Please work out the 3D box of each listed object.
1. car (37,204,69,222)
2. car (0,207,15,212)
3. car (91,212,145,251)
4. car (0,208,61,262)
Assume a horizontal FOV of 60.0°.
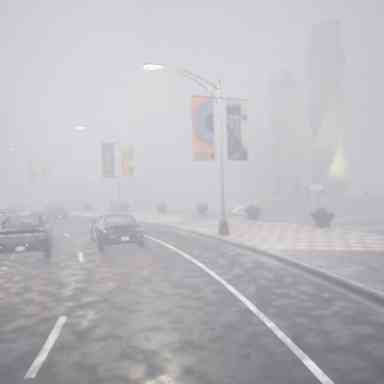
[{"bbox_3d":[-12.172,1.816,28.259,2.128,1.511,4.902,-2,0,-43],"label":"car"},{"bbox_3d":[-15.154,1.910,26.351,2.128,1.511,4.902,-2,0,-43],"label":"car"},{"bbox_3d":[-3.351,1.603,14.656,1.812,1.442,4.674,-2,0,-21],"label":"car"},{"bbox_3d":[-6.511,1.668,13.180,2.128,1.511,4.902,-2,0,-21],"label":"car"}]
